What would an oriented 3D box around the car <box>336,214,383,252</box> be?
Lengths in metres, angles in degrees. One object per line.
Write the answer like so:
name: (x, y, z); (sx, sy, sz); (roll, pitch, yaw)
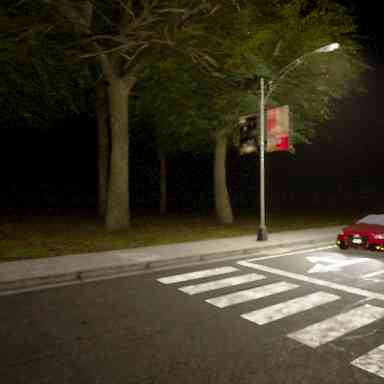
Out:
car: (7.513, 1.562, 12.983); (4.181, 1.385, 1.994); (0, 0, -35)
